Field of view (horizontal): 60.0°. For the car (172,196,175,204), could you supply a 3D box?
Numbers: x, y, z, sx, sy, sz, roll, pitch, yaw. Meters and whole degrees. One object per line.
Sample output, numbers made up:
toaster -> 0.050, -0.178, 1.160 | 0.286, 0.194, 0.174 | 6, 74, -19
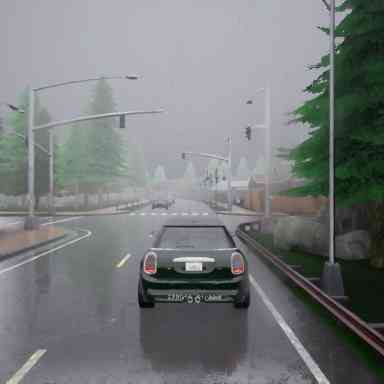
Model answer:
car -> -4.187, 1.571, 53.622 | 1.895, 1.301, 4.718 | 0, 0, 0

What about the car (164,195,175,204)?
car -> -4.270, 1.448, 63.801 | 1.882, 1.535, 5.008 | 0, 0, 0

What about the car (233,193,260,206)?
car -> 8.374, 1.146, 51.312 | 3.866, 1.878, 1.905 | 0, 0, -1

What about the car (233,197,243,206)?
car -> 8.791, 1.144, 48.803 | 4.605, 1.855, 1.932 | 0, 0, -1

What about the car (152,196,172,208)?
car -> -4.101, 1.535, 43.767 | 1.994, 1.385, 4.181 | 0, 0, -1

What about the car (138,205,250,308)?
car -> 0.053, 1.352, 8.066 | 2.097, 1.767, 4.553 | 0, 0, 1
